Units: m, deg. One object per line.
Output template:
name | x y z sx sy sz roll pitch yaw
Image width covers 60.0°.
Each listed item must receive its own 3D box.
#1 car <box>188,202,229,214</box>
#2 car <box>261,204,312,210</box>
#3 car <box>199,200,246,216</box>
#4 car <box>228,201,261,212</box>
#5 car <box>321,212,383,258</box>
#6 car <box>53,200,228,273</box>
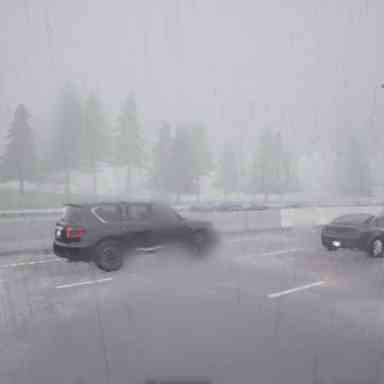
car | 1.981 1.838 39.342 4.718 1.301 1.895 0 0 -32
car | 9.554 1.735 31.684 5.357 1.411 2.033 0 0 -31
car | 3.342 1.694 36.062 5.008 1.535 1.882 1 -1 -32
car | 6.025 1.802 33.621 4.718 1.301 1.895 0 0 -32
car | 7.107 1.582 13.161 4.892 1.490 1.837 0 0 -35
car | -1.681 1.291 11.195 5.566 2.045 2.150 0 0 -36
